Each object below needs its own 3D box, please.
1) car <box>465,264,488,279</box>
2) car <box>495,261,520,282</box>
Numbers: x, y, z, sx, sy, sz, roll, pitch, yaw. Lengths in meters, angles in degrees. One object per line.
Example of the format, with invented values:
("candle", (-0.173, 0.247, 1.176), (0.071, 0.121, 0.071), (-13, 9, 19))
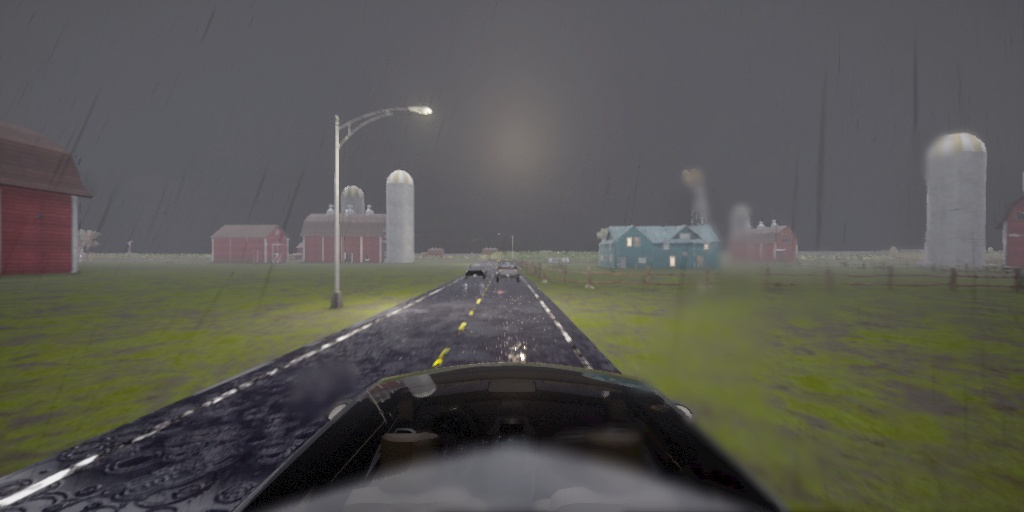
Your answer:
("car", (-3.222, 1.379, 32.863), (1.895, 1.301, 4.718), (0, 0, -2))
("car", (-0.348, 1.259, 29.022), (2.128, 1.511, 4.902), (0, 0, -1))
